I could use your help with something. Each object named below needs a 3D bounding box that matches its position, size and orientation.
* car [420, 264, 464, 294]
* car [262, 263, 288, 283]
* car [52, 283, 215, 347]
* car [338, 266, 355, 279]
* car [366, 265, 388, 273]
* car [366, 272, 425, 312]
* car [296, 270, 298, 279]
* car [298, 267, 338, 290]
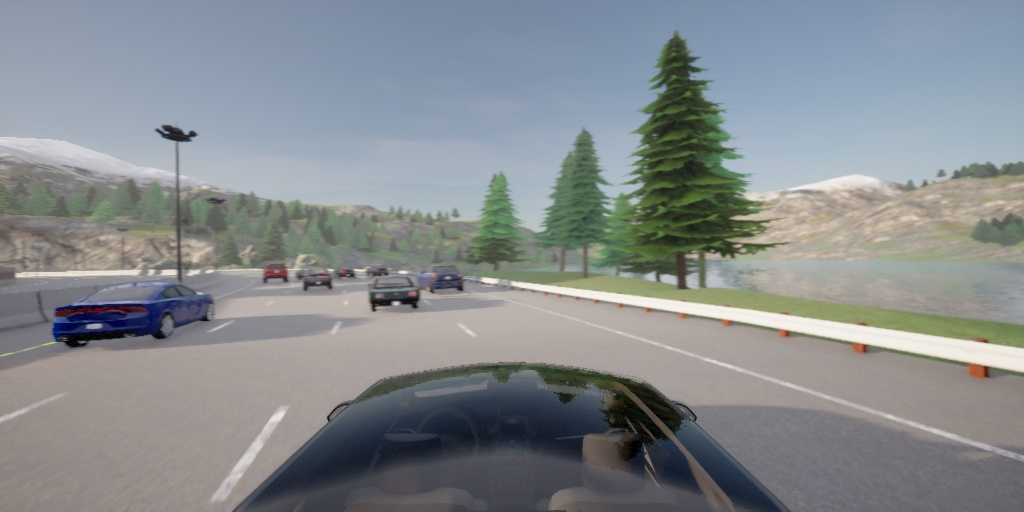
[{"bbox_3d":[-4.677,1.328,22.918,2.097,1.767,4.553,-1,0,-26],"label":"car"},{"bbox_3d":[-26.082,1.802,39.555,2.150,2.045,5.566,-1,-1,-35],"label":"car"},{"bbox_3d":[-10.831,1.536,10.766,1.882,1.535,5.008,-1,0,-22],"label":"car"},{"bbox_3d":[-20.071,1.959,42.858,1.837,1.490,4.892,0,-1,-35],"label":"car"},{"bbox_3d":[-16.472,1.878,43.741,1.837,1.490,4.892,0,-1,-34],"label":"car"},{"bbox_3d":[-5.305,1.554,15.802,1.895,1.301,4.718,-1,0,-23],"label":"car"},{"bbox_3d":[-25.428,2.155,44.357,1.994,1.385,4.181,-1,0,-36],"label":"car"},{"bbox_3d":[-14.965,1.741,27.640,2.128,1.511,4.902,-1,0,-29],"label":"car"}]
